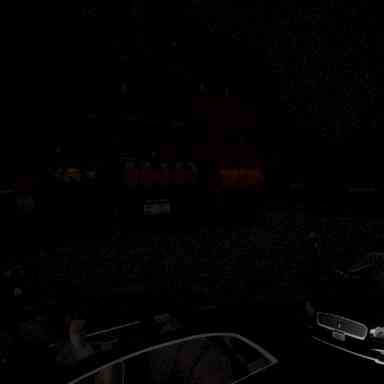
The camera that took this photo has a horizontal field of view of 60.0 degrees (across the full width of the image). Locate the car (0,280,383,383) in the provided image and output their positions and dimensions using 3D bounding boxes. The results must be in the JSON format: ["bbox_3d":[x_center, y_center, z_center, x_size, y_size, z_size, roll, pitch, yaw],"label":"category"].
[{"bbox_3d":[-0.837,1.550,2.238,4.403,1.369,2.008,0,-2,-36],"label":"car"}]

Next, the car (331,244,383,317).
[{"bbox_3d":[3.595,1.548,5.408,4.403,1.369,2.008,0,-2,-36],"label":"car"}]
